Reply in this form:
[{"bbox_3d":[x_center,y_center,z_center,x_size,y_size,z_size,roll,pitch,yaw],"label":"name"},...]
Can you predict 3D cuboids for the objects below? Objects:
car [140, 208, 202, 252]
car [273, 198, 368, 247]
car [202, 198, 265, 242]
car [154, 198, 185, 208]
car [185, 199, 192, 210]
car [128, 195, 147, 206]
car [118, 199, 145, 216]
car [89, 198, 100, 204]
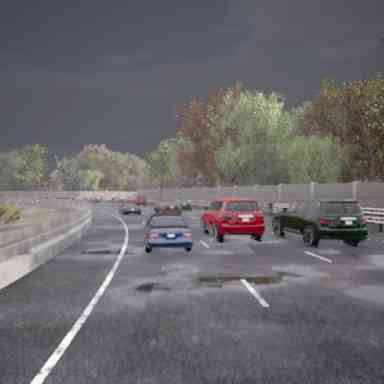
[{"bbox_3d":[-1.133,1.633,14.427,2.033,1.411,5.357,0,0,-9],"label":"car"},{"bbox_3d":[5.725,1.304,15.641,2.150,2.045,5.566,0,0,-8],"label":"car"},{"bbox_3d":[1.947,1.319,17.183,2.150,2.045,5.566,0,0,-9],"label":"car"},{"bbox_3d":[-2.658,1.559,34.930,2.097,1.767,4.553,0,0,-19],"label":"car"},{"bbox_3d":[-1.746,1.599,42.229,2.097,1.767,4.553,0,0,-22],"label":"car"},{"bbox_3d":[-9.821,1.573,58.126,2.150,2.045,5.566,0,0,-31],"label":"car"},{"bbox_3d":[-6.853,1.785,36.253,1.994,1.385,4.181,0,0,-20],"label":"car"},{"bbox_3d":[-23.646,2.043,80.534,2.033,1.411,5.357,0,0,-27],"label":"car"}]
